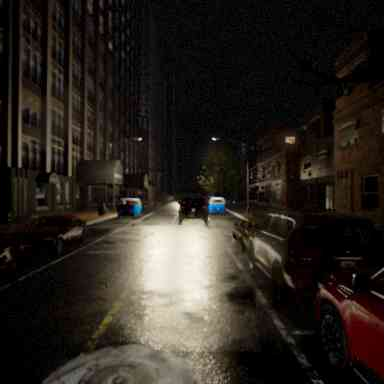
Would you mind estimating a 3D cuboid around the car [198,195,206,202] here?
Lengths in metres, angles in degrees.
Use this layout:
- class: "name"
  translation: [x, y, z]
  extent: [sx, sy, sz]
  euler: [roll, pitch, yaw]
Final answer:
- class: "car"
  translation: [2.682, 1.650, 91.357]
  extent: [2.192, 1.841, 5.009]
  euler: [1, 0, 0]

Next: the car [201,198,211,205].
- class: "car"
  translation: [2.685, 1.836, 63.626]
  extent: [1.802, 1.307, 4.206]
  euler: [1, 0, 0]

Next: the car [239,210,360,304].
- class: "car"
  translation: [2.702, 1.355, 8.163]
  extent: [2.192, 1.841, 5.009]
  euler: [1, 0, 0]

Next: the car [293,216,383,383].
- class: "car"
  translation: [2.703, 1.329, 2.614]
  extent: [2.192, 1.841, 5.009]
  euler: [1, 0, 0]

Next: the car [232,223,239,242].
- class: "car"
  translation: [2.698, 1.592, 13.879]
  extent: [1.752, 1.417, 4.829]
  euler: [1, 0, 0]

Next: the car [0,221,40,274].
- class: "car"
  translation: [-5.682, 1.623, 8.159]
  extent: [1.802, 1.307, 4.206]
  euler: [1, 0, 0]

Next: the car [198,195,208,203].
- class: "car"
  translation: [2.684, 1.619, 80.265]
  extent: [2.192, 1.841, 5.009]
  euler: [1, 0, 0]

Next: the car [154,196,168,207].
- class: "car"
  translation: [-5.694, 1.819, 58.076]
  extent: [1.802, 1.307, 4.206]
  euler: [1, 0, 0]

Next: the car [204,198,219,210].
- class: "car"
  translation: [2.691, 1.638, 46.987]
  extent: [1.967, 1.590, 4.097]
  euler: [1, 0, 0]

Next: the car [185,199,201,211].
- class: "car"
  translation: [0.090, 1.736, 44.477]
  extent: [2.033, 1.411, 5.357]
  euler: [0, 0, 0]

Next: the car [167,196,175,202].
- class: "car"
  translation: [-5.702, 1.861, 91.182]
  extent: [1.752, 1.417, 4.829]
  euler: [1, 0, 0]

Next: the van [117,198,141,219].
- class: "van"
  translation: [-5.684, 1.477, 30.346]
  extent: [1.690, 1.788, 3.998]
  euler: [1, 0, 0]

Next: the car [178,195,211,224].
- class: "car"
  translation: [0.094, 1.339, 25.761]
  extent: [2.150, 2.045, 5.566]
  euler: [0, 0, 0]

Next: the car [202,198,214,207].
- class: "car"
  translation: [2.687, 1.781, 58.080]
  extent: [1.887, 1.381, 4.507]
  euler: [1, 0, 0]

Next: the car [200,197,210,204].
- class: "car"
  translation: [2.684, 1.798, 69.342]
  extent: [1.752, 1.417, 4.829]
  euler: [1, 0, 0]

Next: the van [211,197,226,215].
- class: "van"
  translation: [2.695, 1.498, 35.895]
  extent: [1.690, 1.788, 3.998]
  euler: [1, 0, 0]

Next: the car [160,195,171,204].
- class: "car"
  translation: [-5.691, 1.570, 63.623]
  extent: [2.192, 1.841, 5.009]
  euler: [1, 0, 0]

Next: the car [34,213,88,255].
- class: "car"
  translation: [-5.683, 1.611, 13.706]
  extent: [1.887, 1.381, 4.507]
  euler: [1, 0, 0]

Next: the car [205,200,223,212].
- class: "car"
  translation: [2.690, 1.744, 41.441]
  extent: [1.947, 1.339, 4.313]
  euler: [1, 0, 0]

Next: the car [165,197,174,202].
- class: "car"
  translation: [-5.701, 1.886, 85.807]
  extent: [1.947, 1.339, 4.313]
  euler: [1, 0, 0]

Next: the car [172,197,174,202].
- class: "car"
  translation: [-5.699, 1.830, 80.089]
  extent: [1.752, 1.417, 4.829]
  euler: [1, 0, 0]
